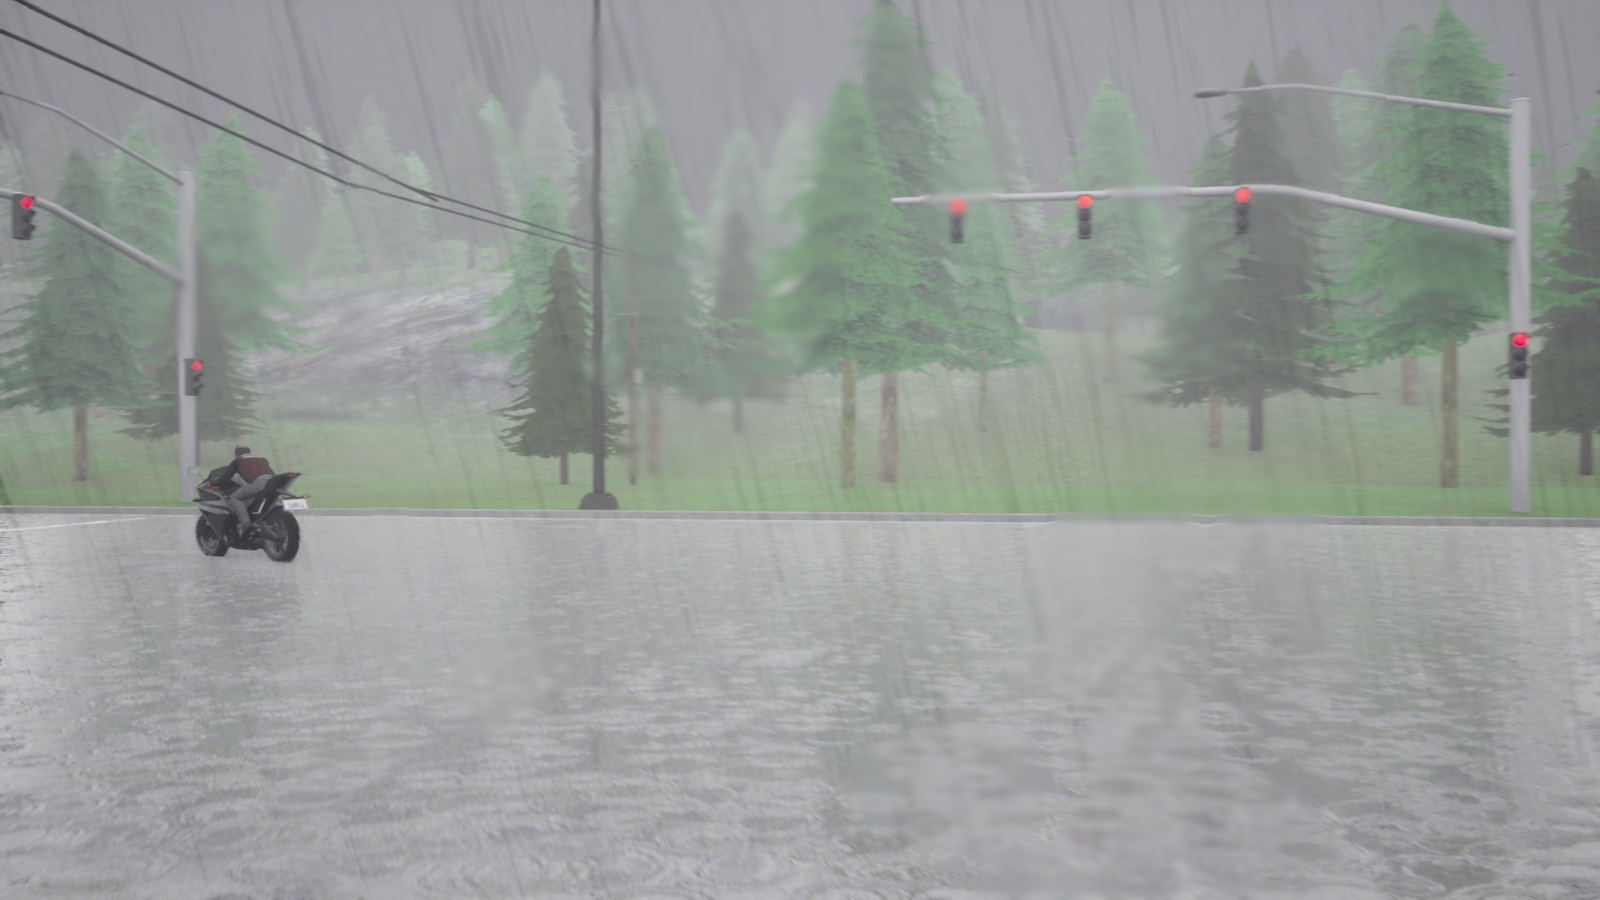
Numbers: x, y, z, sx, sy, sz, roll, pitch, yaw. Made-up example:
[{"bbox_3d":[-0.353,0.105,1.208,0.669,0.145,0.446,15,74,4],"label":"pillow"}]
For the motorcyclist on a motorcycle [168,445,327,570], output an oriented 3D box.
[{"bbox_3d":[-7.230,0.700,16.398,2.191,1.530,0.866,0,1,35],"label":"motorcyclist on a motorcycle"}]
